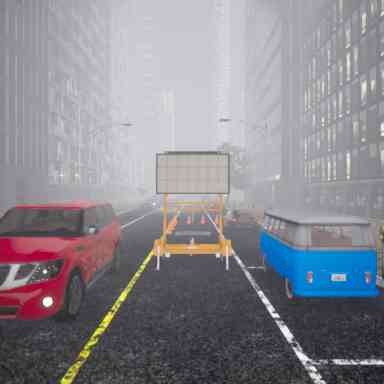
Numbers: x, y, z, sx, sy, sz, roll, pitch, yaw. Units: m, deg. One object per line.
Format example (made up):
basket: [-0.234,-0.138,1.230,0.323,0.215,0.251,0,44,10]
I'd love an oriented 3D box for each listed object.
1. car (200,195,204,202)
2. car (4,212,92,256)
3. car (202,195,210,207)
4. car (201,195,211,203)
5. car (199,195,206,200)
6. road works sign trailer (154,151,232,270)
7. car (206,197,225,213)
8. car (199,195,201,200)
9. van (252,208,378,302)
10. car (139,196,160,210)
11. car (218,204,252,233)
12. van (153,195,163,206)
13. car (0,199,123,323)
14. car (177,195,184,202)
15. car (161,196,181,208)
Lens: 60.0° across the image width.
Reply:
car: [2.832,1.538,53.515,2.008,1.369,4.403,0,0,0]
car: [-5.656,1.582,13.693,1.802,1.307,4.206,0,0,0]
car: [2.817,1.544,47.822,2.008,1.369,4.403,0,0,0]
car: [2.878,1.401,70.592,1.967,1.590,4.097,0,0,0]
car: [2.939,1.463,93.362,1.887,1.381,4.507,0,0,0]
road works sign trailer: [0.027,0.464,11.002,2.380,3.560,2.880,0,0,0]
car: [2.786,1.581,36.438,1.802,1.307,4.206,0,0,0]
car: [2.863,1.410,64.900,1.967,1.590,4.097,0,0,0]
van: [2.709,1.341,7.976,1.690,1.788,3.998,0,0,0]
car: [-5.580,1.548,42.156,2.008,1.369,4.403,0,0,0]
car: [2.740,1.581,19.360,1.802,1.307,4.206,0,0,0]
van: [-5.548,1.328,53.541,1.690,1.788,3.998,0,0,0]
car: [-3.081,1.221,7.549,2.150,2.045,5.566,0,0,0]
car: [-2.804,1.481,74.261,1.812,1.442,4.674,0,0,0]
car: [-2.970,1.593,48.758,1.895,1.301,4.718,0,0,0]
